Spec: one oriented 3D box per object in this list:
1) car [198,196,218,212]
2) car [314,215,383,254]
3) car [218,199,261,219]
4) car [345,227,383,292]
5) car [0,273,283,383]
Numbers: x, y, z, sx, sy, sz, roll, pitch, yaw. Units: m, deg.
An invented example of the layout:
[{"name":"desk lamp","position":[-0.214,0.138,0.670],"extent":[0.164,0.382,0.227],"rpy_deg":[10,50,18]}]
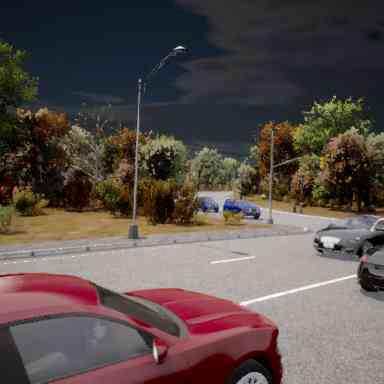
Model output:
[{"name":"car","position":[1.942,1.696,46.767],"extent":[2.150,2.045,5.566],"rpy_deg":[3,1,-18]},{"name":"car","position":[6.828,1.688,13.202],"extent":[4.902,1.511,2.128],"rpy_deg":[2,-1,-36]},{"name":"car","position":[5.447,1.849,37.170],"extent":[2.150,2.045,5.566],"rpy_deg":[3,-1,-22]},{"name":"car","position":[5.815,1.666,7.949],"extent":[4.181,1.385,1.994],"rpy_deg":[1,-1,-35]},{"name":"car","position":[-1.335,1.479,2.795],"extent":[5.008,1.535,1.882],"rpy_deg":[1,0,-36]}]
